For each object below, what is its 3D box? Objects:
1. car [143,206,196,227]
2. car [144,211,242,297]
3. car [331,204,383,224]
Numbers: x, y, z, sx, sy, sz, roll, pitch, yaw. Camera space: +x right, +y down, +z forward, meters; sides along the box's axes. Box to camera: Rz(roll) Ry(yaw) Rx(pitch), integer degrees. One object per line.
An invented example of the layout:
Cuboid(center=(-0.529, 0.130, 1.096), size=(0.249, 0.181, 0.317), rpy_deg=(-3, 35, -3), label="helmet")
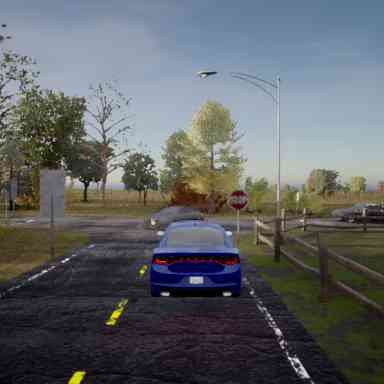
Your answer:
Cuboid(center=(-1.030, 1.554, 20.187), size=(1.994, 1.385, 4.181), rpy_deg=(0, 0, 35), label="car")
Cuboid(center=(0.074, 1.475, 8.612), size=(1.882, 1.535, 5.008), rpy_deg=(0, 0, 0), label="car")
Cuboid(center=(13.482, 1.683, 26.162), size=(4.892, 1.490, 1.837), rpy_deg=(1, 1, 0), label="car")
